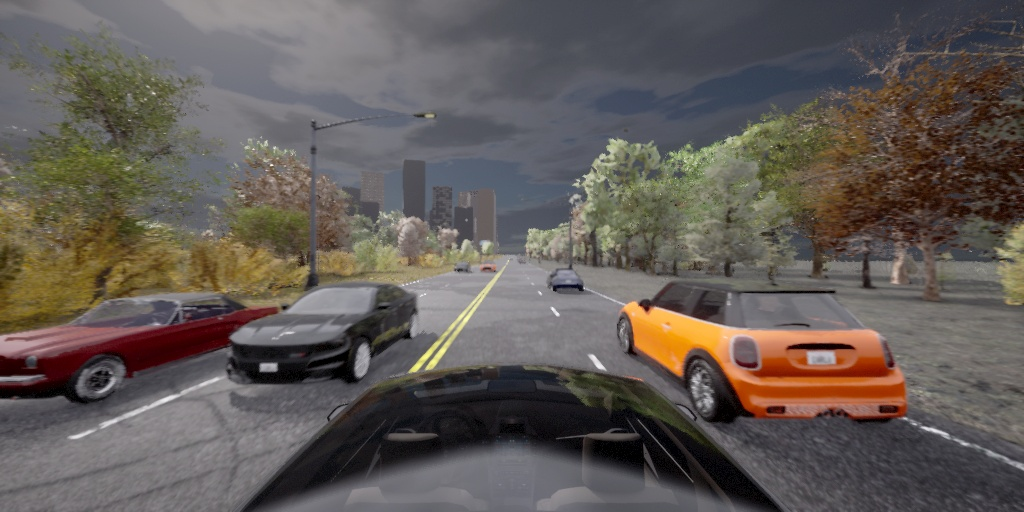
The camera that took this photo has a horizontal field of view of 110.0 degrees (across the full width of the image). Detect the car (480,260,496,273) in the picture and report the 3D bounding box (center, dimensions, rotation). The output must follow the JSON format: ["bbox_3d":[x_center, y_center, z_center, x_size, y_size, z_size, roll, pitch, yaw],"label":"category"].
[{"bbox_3d":[-3.313,1.375,50.300,2.097,1.767,4.553,0,0,0],"label":"car"}]

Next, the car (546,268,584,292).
[{"bbox_3d":[3.344,1.476,23.235,1.994,1.385,4.181,0,0,0],"label":"car"}]

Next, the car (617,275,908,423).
[{"bbox_3d":[3.347,1.137,6.014,2.097,1.767,4.553,0,0,0],"label":"car"}]

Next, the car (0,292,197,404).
[{"bbox_3d":[-6.600,1.393,6.528,1.895,1.301,4.718,0,0,0],"label":"car"}]

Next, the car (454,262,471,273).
[{"bbox_3d":[-6.579,1.521,47.915,1.837,1.490,4.892,0,0,0],"label":"car"}]

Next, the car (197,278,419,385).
[{"bbox_3d":[-3.350,1.278,7.436,1.882,1.535,5.008,0,0,0],"label":"car"}]
